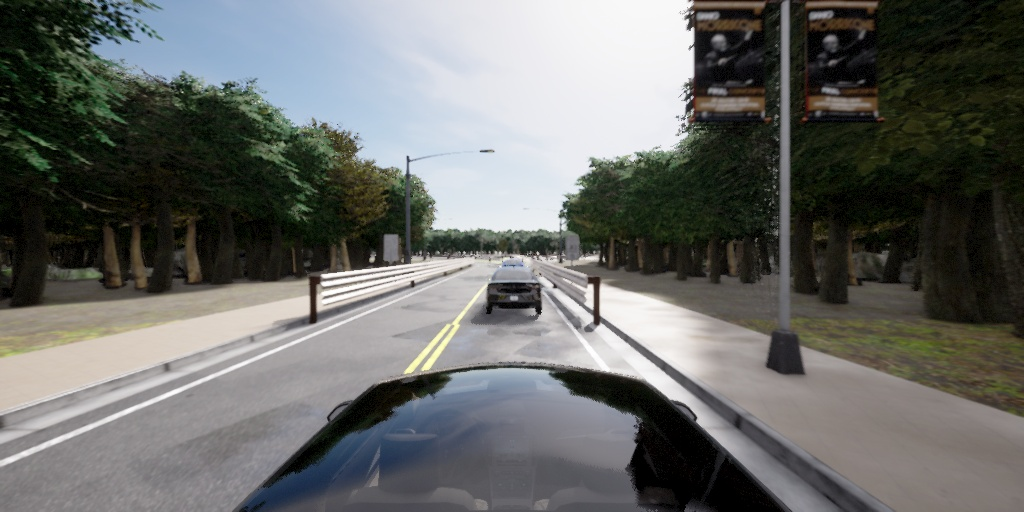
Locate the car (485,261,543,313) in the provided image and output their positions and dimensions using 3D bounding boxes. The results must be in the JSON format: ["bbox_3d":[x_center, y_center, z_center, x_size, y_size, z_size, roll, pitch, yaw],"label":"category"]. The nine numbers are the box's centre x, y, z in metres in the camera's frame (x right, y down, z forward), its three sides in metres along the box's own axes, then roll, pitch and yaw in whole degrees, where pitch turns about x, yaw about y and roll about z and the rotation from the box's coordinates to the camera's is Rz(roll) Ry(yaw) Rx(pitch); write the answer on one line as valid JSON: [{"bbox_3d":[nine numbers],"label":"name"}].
[{"bbox_3d":[0.075,1.123,13.521,1.882,1.535,5.008,0,1,0],"label":"car"}]

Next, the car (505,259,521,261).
[{"bbox_3d":[0.073,0.970,30.779,1.882,1.535,5.008,0,1,0],"label":"car"}]
